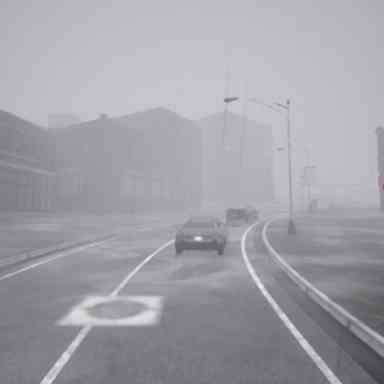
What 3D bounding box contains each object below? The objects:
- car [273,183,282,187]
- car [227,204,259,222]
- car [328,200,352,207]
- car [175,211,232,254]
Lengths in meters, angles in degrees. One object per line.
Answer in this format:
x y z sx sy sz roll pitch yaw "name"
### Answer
22.090 -1.767 90.678 4.553 1.767 2.185 0 -5 -1 "car"
4.502 1.764 29.190 1.882 1.535 5.008 -2 -1 24 "car"
26.599 2.069 59.889 4.718 1.301 1.895 0 -4 -31 "car"
0.540 1.738 14.471 1.994 1.385 4.181 -1 -1 9 "car"
